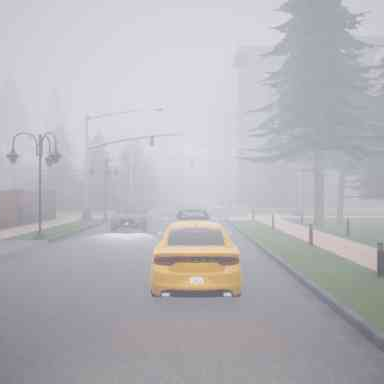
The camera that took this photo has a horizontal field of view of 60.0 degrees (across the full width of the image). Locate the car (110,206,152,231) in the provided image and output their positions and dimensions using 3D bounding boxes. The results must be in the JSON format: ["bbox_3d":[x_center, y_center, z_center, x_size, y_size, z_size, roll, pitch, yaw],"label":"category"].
[{"bbox_3d":[-3.573,1.566,20.189,1.994,1.385,4.181,0,0,0],"label":"car"}]

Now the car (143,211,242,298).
[{"bbox_3d":[0.082,1.478,8.596,1.882,1.535,5.008,0,0,0],"label":"car"}]
